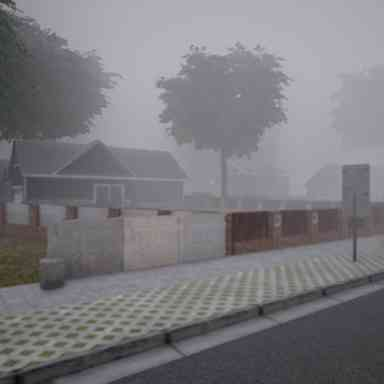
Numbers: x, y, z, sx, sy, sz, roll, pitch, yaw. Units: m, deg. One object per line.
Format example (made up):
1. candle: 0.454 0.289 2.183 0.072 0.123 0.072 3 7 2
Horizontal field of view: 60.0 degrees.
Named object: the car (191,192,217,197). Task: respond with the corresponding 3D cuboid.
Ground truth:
1. car: 1.841 0.978 43.411 2.150 2.045 5.566 0 1 -35
